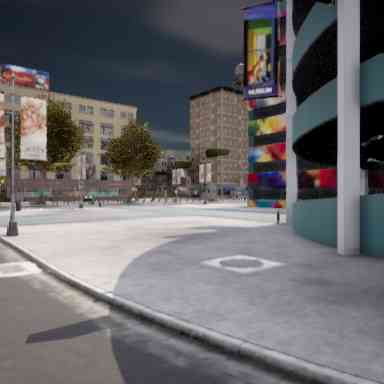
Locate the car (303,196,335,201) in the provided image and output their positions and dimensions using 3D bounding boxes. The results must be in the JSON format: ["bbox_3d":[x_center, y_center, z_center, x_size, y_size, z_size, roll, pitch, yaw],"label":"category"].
[{"bbox_3d":[15.310,1.271,40.811,4.674,1.452,2.002,0,0,-39],"label":"car"}]
